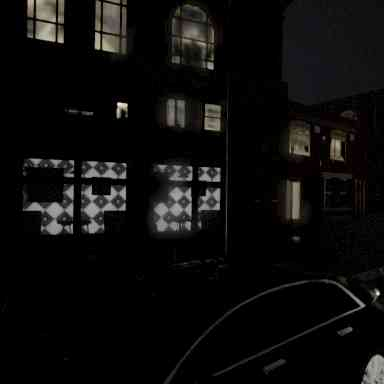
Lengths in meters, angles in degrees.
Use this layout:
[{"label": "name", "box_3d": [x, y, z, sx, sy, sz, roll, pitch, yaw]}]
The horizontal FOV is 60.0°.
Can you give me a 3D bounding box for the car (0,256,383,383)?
[{"label": "car", "box_3d": [0.154, 1.505, 3.215, 4.892, 1.490, 1.837, 0, 0, -35]}]
